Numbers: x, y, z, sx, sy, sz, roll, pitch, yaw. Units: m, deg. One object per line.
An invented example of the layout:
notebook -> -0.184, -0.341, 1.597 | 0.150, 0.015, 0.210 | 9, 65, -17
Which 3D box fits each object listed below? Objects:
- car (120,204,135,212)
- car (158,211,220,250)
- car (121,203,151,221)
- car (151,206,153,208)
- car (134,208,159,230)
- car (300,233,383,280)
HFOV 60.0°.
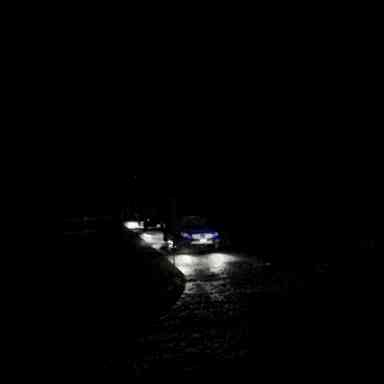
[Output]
car -> -11.426, 2.828, 59.109 | 1.812, 1.442, 4.674 | 1, -2, -21
car -> -0.182, 1.821, 16.077 | 1.812, 1.442, 4.674 | 1, -1, -16
car -> -6.138, 2.225, 35.426 | 2.128, 1.511, 4.902 | 1, -1, -18
car -> -6.654, 2.343, 46.051 | 2.097, 1.767, 4.553 | 1, -1, -18
car -> -2.988, 2.110, 25.513 | 1.895, 1.301, 4.718 | 1, -1, -17
car -> 5.404, 1.752, 8.988 | 1.895, 1.301, 4.718 | 1, -2, -39
